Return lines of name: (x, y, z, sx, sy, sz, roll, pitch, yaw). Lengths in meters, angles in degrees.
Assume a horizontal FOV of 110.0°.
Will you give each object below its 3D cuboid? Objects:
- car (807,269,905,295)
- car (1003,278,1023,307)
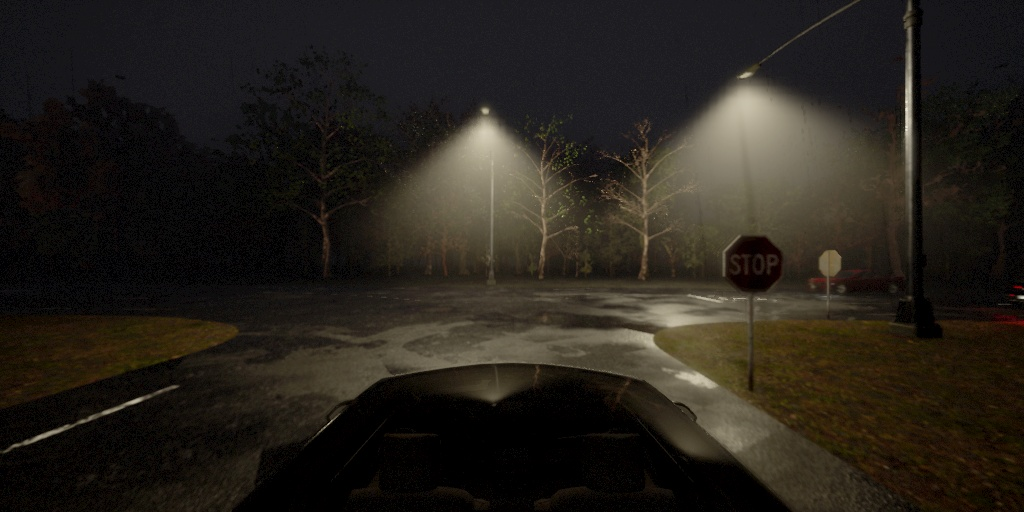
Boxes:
car: (21.165, 1.589, 22.196, 5.008, 1.535, 1.882, -1, -1, 0)
car: (24.066, 1.521, 15.179, 4.892, 1.490, 1.837, 0, -1, 0)
